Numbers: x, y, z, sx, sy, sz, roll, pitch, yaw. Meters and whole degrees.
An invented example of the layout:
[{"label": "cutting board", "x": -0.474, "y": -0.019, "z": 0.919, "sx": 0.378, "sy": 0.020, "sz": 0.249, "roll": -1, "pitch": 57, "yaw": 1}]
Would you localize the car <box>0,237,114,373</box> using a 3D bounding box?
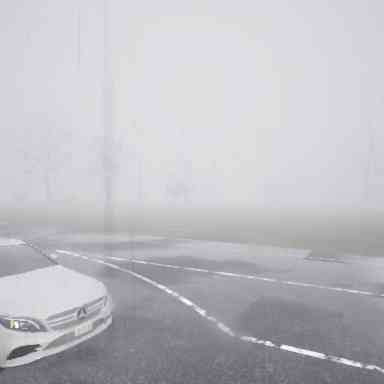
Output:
[{"label": "car", "x": -3.443, "y": 1.531, "z": 5.555, "sx": 4.674, "sy": 1.442, "sz": 1.812, "roll": 0, "pitch": 0, "yaw": 30}]
